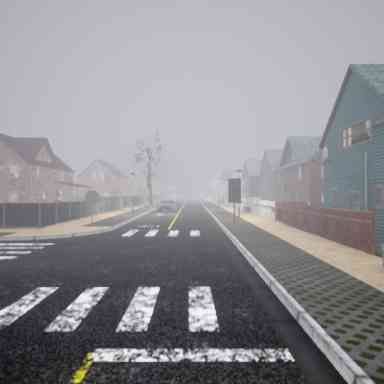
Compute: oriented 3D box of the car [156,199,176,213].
[{"bbox_3d":[-2.800,1.531,36.997,2.033,1.411,5.357,0,0,0],"label":"car"}]
